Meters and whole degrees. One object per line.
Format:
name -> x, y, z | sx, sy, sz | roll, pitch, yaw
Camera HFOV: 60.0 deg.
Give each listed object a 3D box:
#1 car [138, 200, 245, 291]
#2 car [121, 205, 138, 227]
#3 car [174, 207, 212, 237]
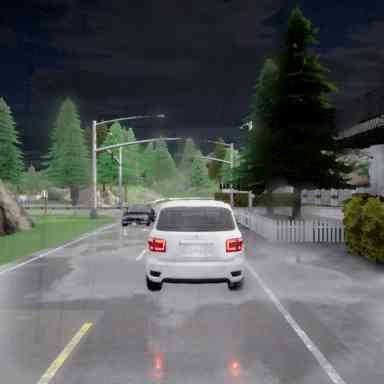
car -> 0.065, 1.221, 9.170 | 2.150, 2.045, 5.566 | 0, 0, 0
car -> -3.600, 1.600, 23.345 | 2.033, 1.411, 5.357 | 0, 0, 0
car -> 0.020, 1.601, 18.934 | 1.895, 1.301, 4.718 | 0, 0, 0
